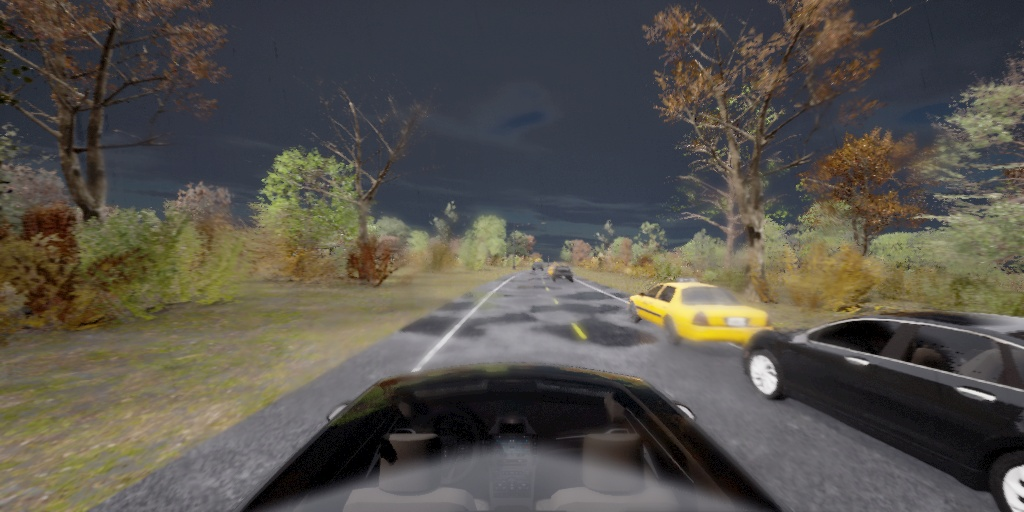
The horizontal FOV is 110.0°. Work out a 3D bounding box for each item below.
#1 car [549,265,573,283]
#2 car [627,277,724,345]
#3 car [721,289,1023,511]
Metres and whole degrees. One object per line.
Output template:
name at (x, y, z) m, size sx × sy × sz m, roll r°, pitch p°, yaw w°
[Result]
car at (4.881, 1.753, 34.829) m, size 1.837 × 1.490 × 4.892 m, roll 1°, pitch -1°, yaw 5°
car at (4.688, 1.361, 9.924) m, size 1.801 × 1.575 × 5.366 m, roll 1°, pitch -1°, yaw 2°
car at (4.546, 1.337, 3.761) m, size 1.837 × 1.490 × 4.892 m, roll 1°, pitch -1°, yaw 1°
